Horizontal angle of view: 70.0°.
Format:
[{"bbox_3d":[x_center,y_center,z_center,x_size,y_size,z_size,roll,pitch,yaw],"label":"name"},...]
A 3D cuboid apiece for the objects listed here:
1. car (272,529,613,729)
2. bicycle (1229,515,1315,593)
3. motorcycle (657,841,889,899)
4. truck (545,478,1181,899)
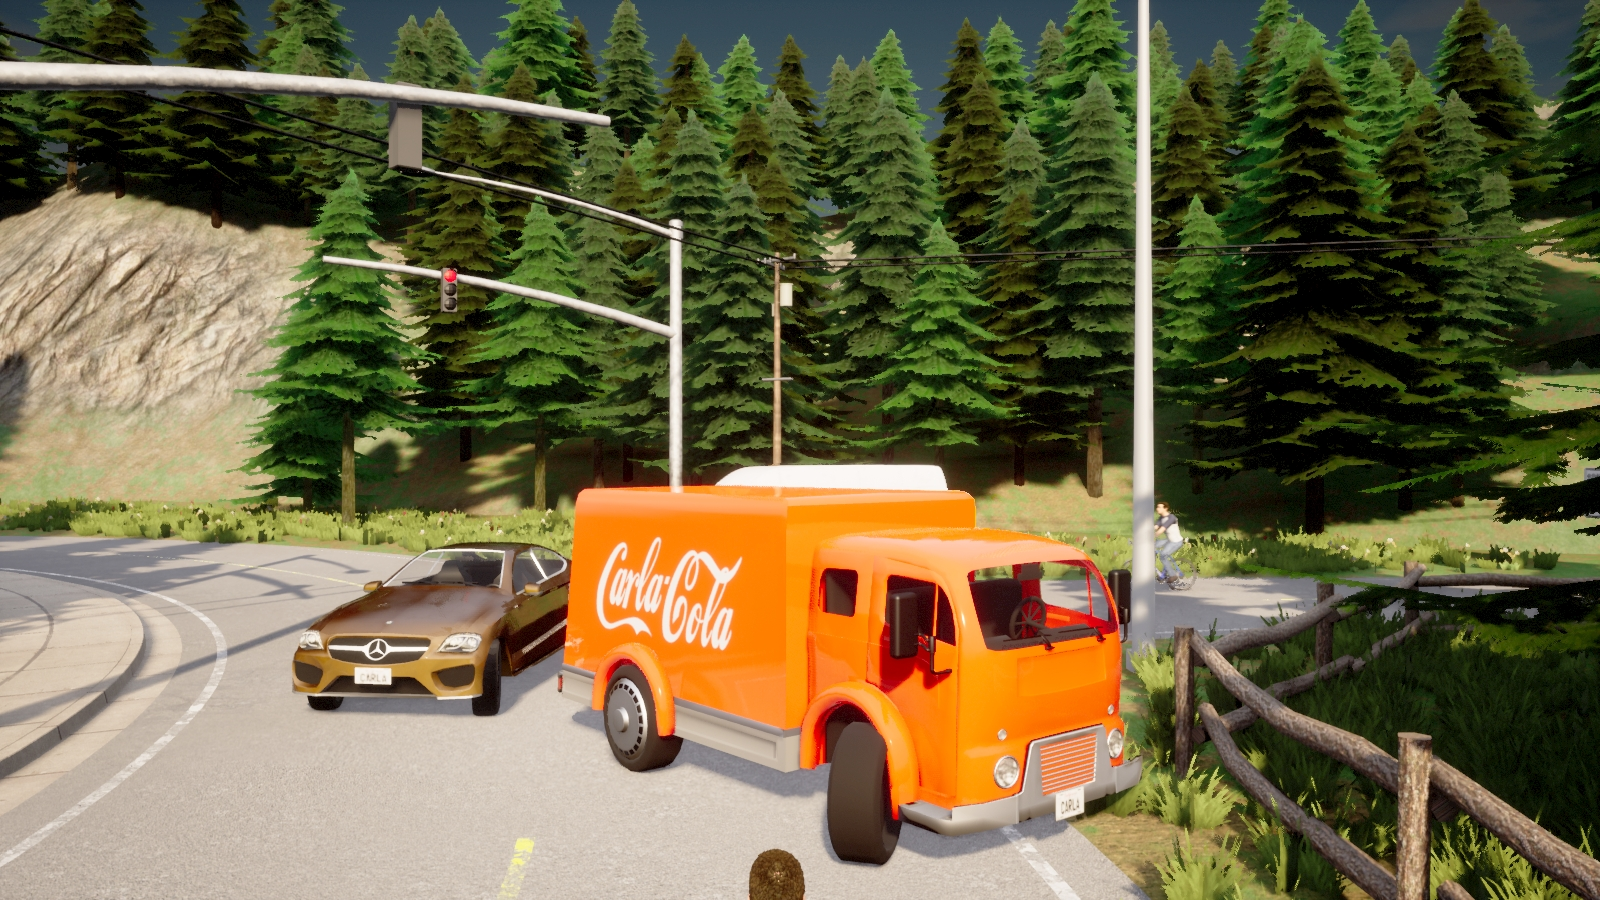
[{"bbox_3d":[-4.038,1.970,14.038,2.152,1.651,5.027,0,0,6],"label":"car"},{"bbox_3d":[9.407,2.056,22.783,1.643,1.496,0.373,0,0,-9],"label":"bicycle"},{"bbox_3d":[-0.074,2.159,3.526,0.803,1.199,2.033,0,0,-2],"label":"motorcycle"},{"bbox_3d":[0.202,1.542,9.769,2.627,2.467,5.204,0,0,-39],"label":"truck"}]
